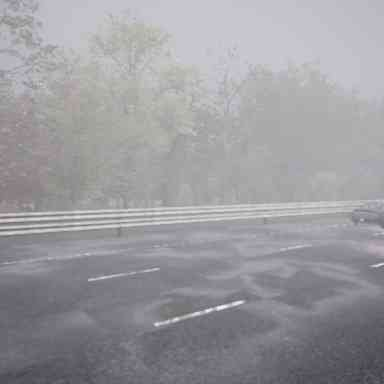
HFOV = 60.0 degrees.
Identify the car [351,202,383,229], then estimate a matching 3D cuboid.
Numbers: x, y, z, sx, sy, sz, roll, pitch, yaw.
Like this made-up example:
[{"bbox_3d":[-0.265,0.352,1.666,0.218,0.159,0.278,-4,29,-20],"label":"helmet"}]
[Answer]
[{"bbox_3d":[11.911,1.406,20.818,4.902,1.511,2.128,0,0,-35],"label":"car"}]
